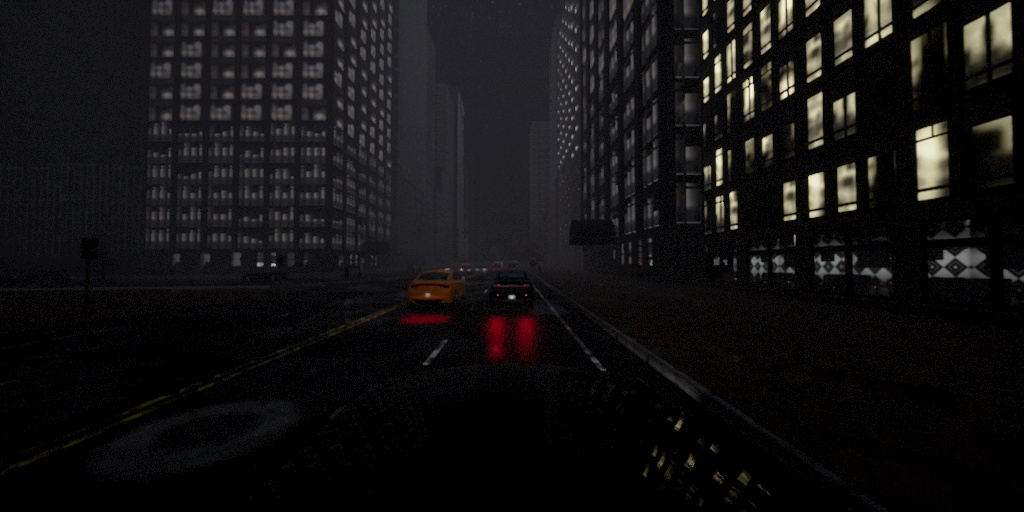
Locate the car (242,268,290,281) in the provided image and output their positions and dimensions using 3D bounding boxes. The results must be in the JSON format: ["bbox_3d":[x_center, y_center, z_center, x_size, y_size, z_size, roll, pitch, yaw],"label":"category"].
[{"bbox_3d":[-25.673,1.916,37.394,4.403,1.370,2.007,0,0,-1],"label":"car"}]

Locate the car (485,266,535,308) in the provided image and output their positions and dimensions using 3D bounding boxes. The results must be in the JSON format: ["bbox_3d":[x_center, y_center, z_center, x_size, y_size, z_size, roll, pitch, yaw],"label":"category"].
[{"bbox_3d":[0.001,1.379,16.150,2.128,1.511,4.902,0,0,0],"label":"car"}]

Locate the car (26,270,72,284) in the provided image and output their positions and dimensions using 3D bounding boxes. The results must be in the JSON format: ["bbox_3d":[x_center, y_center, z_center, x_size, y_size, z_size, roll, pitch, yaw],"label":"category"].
[{"bbox_3d":[-48.238,2.149,36.977,4.313,1.339,1.948,0,0,-1],"label":"car"}]

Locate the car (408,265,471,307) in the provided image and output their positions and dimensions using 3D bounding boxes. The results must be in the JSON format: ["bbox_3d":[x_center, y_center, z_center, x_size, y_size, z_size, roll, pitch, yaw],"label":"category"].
[{"bbox_3d":[-3.248,1.366,16.329,1.882,1.535,5.008,0,0,0],"label":"car"}]

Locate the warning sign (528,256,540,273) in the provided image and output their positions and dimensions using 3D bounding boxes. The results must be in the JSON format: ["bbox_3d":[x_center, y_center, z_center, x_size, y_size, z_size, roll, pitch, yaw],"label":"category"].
[{"bbox_3d":[2.838,1.311,48.675,1.300,1.860,1.060,0,0,0],"label":"warning sign"}]

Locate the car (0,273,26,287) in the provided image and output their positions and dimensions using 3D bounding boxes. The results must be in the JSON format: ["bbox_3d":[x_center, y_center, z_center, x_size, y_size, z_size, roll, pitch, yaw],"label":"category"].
[{"bbox_3d":[-42.500,1.751,28.671,4.097,1.591,1.967,0,0,-1],"label":"car"}]
